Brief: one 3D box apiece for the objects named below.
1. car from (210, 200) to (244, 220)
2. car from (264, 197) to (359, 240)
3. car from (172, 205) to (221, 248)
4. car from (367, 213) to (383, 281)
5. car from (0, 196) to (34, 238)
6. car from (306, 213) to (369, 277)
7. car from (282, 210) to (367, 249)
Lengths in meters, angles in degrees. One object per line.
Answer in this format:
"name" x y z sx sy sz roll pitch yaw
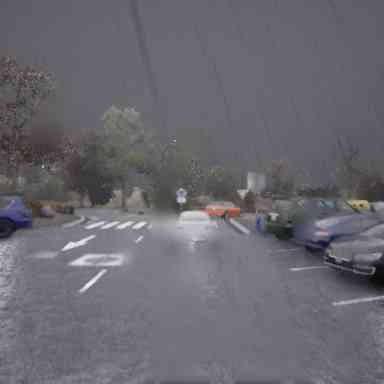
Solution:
"car" 3.160 1.658 31.359 2.097 1.767 4.553 1 -2 34
"car" 6.019 1.246 15.198 5.566 2.045 2.435 1 0 -20
"car" 0.092 1.535 14.758 1.812 1.442 4.674 0 0 0
"car" 6.029 1.366 6.313 4.553 1.767 2.185 1 0 -20
"car" -10.981 1.245 16.596 5.566 2.045 2.435 -1 0 -20
"car" 6.001 1.495 9.264 4.892 1.521 2.231 1 0 -20
"car" 5.994 1.535 12.222 4.674 1.452 2.002 1 0 -20
